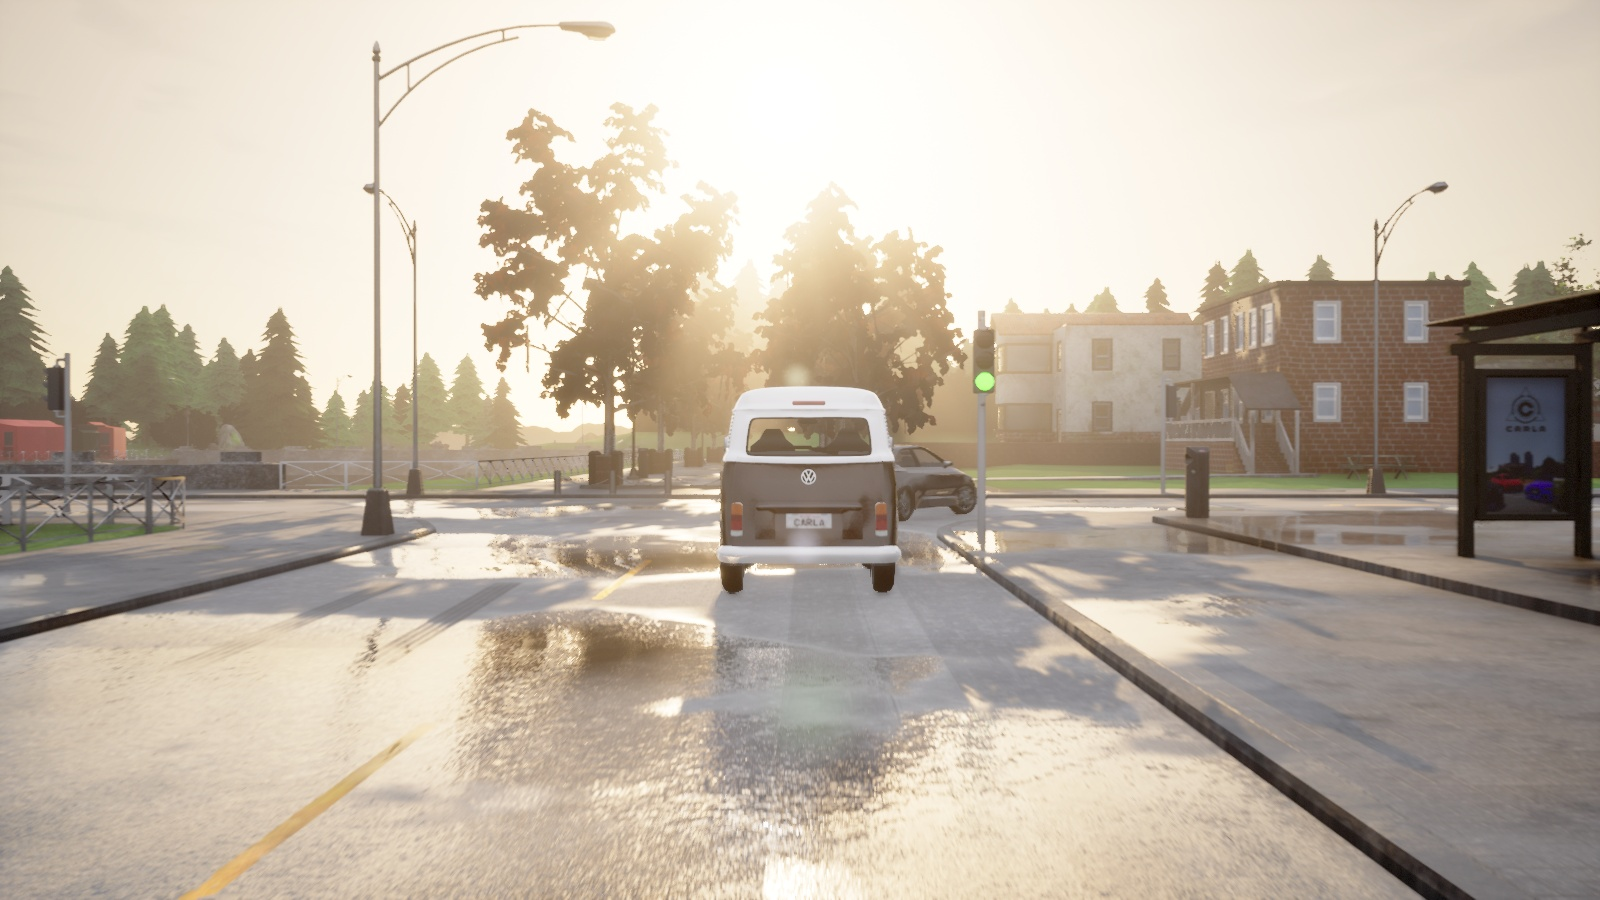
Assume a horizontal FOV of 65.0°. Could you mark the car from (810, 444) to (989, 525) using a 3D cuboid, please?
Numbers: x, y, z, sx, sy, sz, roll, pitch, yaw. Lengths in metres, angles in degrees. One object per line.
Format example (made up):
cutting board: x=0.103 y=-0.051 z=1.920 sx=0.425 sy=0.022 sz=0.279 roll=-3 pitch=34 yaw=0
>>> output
car: x=2.085 y=0.620 z=25.200 sx=1.816 sy=1.474 sz=4.193 roll=0 pitch=0 yaw=33

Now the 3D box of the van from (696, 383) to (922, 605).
van: x=0.094 y=0.392 z=13.764 sx=2.069 sy=2.038 sz=4.480 roll=0 pitch=0 yaw=0
